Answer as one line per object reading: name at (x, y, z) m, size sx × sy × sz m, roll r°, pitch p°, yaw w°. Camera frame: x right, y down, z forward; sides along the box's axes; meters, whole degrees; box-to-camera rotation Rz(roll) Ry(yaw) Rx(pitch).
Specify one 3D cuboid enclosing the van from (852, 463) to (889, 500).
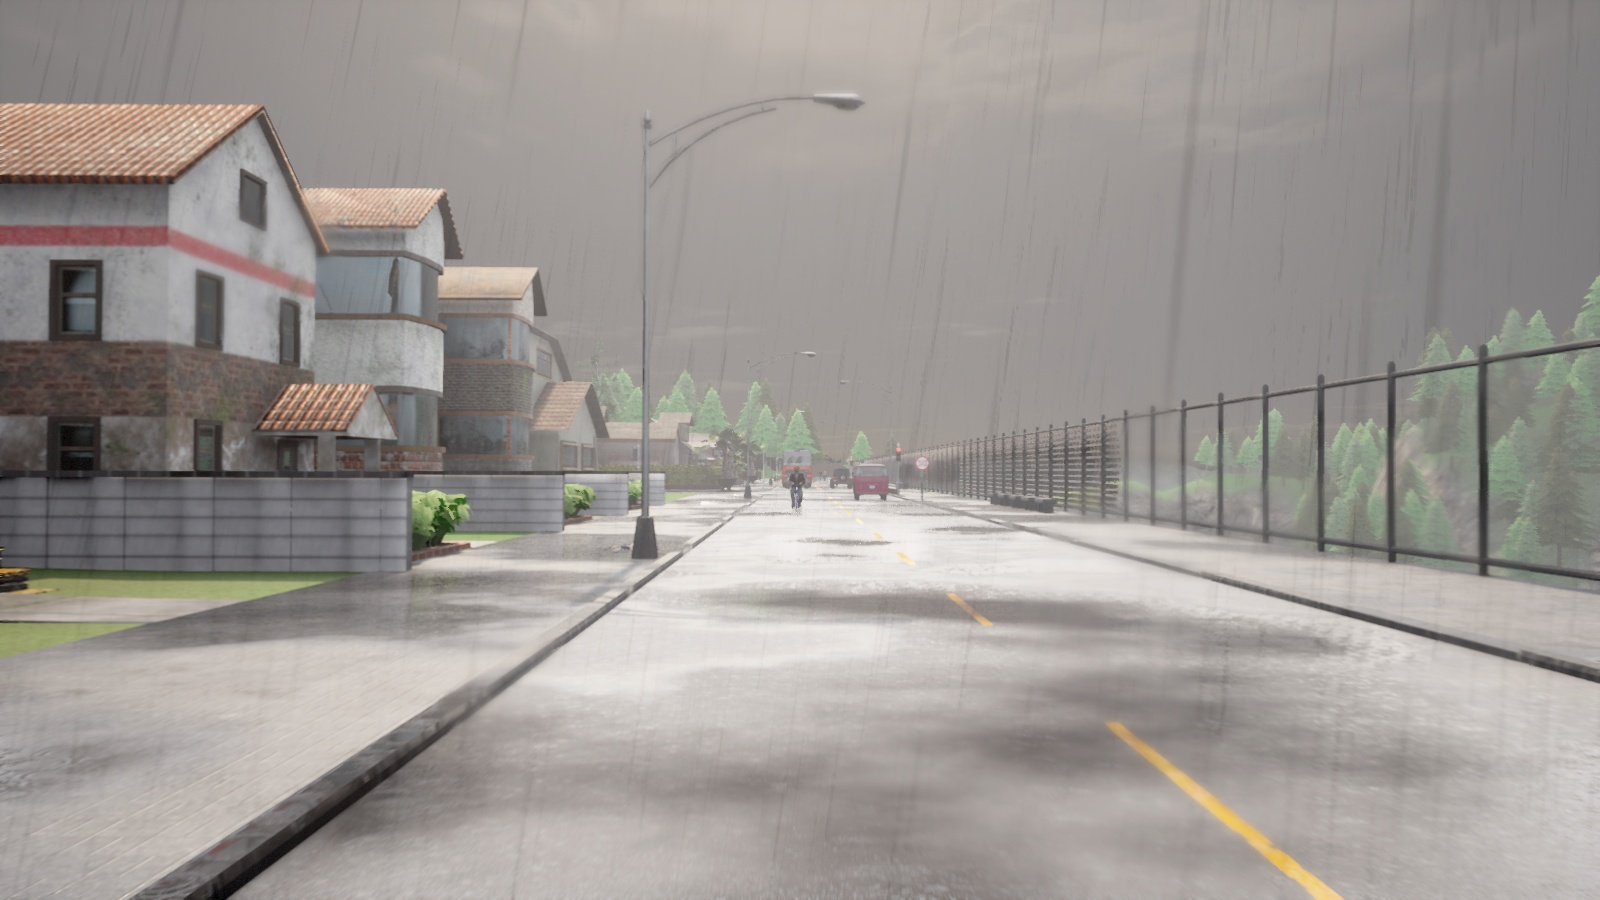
van at (3.835, 1.703, 68.738) m, size 1.775 × 1.987 × 4.442 m, roll 0°, pitch -1°, yaw 0°
